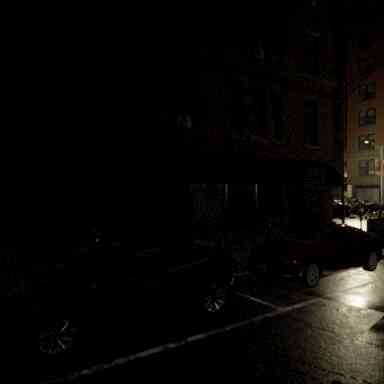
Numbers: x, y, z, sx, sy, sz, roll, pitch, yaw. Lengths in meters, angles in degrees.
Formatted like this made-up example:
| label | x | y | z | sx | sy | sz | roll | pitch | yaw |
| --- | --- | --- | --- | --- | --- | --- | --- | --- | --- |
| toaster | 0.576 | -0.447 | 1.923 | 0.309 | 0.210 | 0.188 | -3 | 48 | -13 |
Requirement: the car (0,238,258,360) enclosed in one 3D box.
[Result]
| label | x | y | z | sx | sy | sz | roll | pitch | yaw |
| --- | --- | --- | --- | --- | --- | --- | --- | --- | --- |
| car | -1.099 | 1.566 | 5.967 | 4.313 | 1.339 | 1.947 | 0 | 0 | -35 |

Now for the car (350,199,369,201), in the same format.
| label | x | y | z | sx | sy | sz | roll | pitch | yaw |
| --- | --- | --- | --- | --- | --- | --- | --- | --- | --- |
| car | 13.495 | 1.487 | 31.184 | 2.128 | 1.511 | 4.902 | 0 | 0 | -36 |

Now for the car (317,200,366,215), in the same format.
| label | x | y | z | sx | sy | sz | roll | pitch | yaw |
| --- | --- | --- | --- | --- | --- | --- | --- | --- | --- |
| car | 15.375 | 1.572 | 34.463 | 1.994 | 1.385 | 4.181 | 0 | 0 | -36 |

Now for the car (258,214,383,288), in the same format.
| label | x | y | z | sx | sy | sz | roll | pitch | yaw |
| --- | --- | --- | --- | --- | --- | --- | --- | --- | --- |
| car | 3.522 | 1.544 | 9.234 | 4.507 | 1.381 | 1.887 | 0 | 0 | -35 |

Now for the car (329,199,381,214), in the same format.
| label | x | y | z | sx | sy | sz | roll | pitch | yaw |
| --- | --- | --- | --- | --- | --- | --- | --- | --- | --- |
| car | 17.834 | 1.526 | 36.609 | 1.837 | 1.490 | 4.892 | 0 | 0 | -36 |

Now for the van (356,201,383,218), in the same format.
| label | x | y | z | sx | sy | sz | roll | pitch | yaw |
| --- | --- | --- | --- | --- | --- | --- | --- | --- | --- |
| van | 8.145 | 1.338 | 12.500 | 3.998 | 1.788 | 1.690 | 0 | 0 | -35 |

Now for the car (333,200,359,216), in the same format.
| label | x | y | z | sx | sy | sz | roll | pitch | yaw |
| --- | --- | --- | --- | --- | --- | --- | --- | --- | --- |
| car | 11.654 | 1.584 | 28.186 | 1.895 | 1.301 | 4.718 | 0 | 0 | -36 |
